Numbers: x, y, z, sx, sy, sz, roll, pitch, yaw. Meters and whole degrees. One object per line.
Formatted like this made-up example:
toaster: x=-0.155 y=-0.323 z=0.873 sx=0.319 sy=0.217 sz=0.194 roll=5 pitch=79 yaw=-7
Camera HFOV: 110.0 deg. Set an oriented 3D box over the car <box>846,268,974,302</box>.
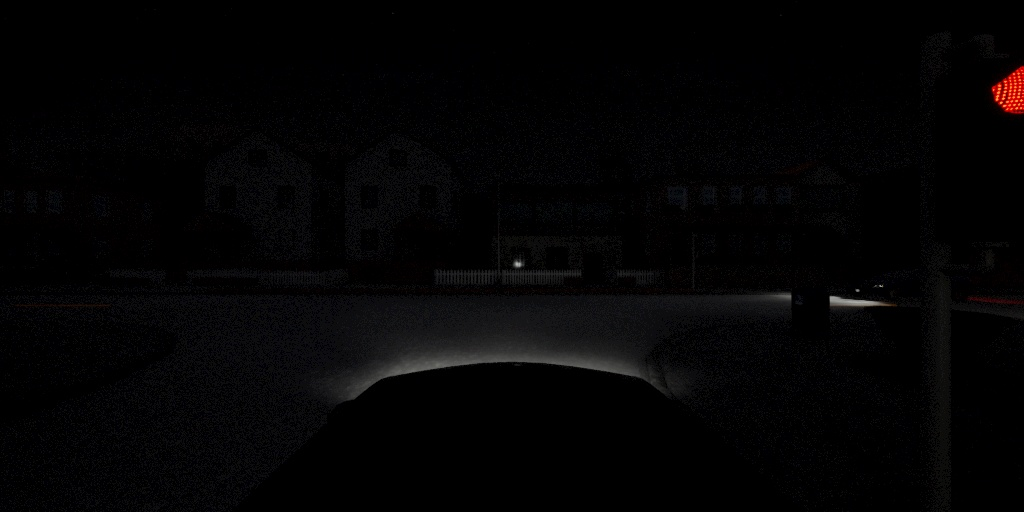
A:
car: x=18.186 y=1.275 z=16.455 sx=4.674 sy=1.442 sz=1.812 roll=-1 pitch=0 yaw=0
